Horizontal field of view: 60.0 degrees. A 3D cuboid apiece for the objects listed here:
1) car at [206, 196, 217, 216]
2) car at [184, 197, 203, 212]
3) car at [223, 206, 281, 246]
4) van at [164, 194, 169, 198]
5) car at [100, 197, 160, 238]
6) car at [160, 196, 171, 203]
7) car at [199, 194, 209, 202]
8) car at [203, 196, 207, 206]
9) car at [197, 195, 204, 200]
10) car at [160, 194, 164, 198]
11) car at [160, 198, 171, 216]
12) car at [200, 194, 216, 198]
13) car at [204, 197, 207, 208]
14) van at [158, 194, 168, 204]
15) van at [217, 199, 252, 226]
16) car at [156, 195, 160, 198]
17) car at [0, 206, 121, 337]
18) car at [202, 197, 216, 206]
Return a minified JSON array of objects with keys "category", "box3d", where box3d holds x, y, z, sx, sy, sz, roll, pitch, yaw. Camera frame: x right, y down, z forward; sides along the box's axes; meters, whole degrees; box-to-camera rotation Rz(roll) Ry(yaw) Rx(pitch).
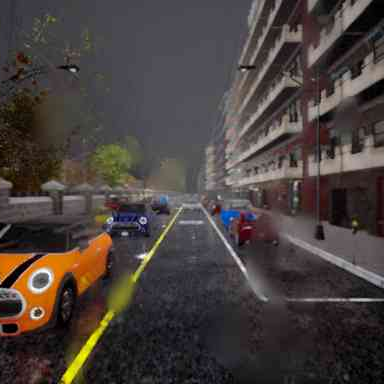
[{"category":"car","box3d":[2.701,1.434,31.899,1.967,1.590,4.097,0,0,0]},{"category":"car","box3d":[0.010,1.598,38.506,1.895,1.301,4.718,0,0,0]},{"category":"car","box3d":[2.696,1.538,15.008,1.887,1.381,4.507,0,0,0]},{"category":"van","box3d":[-5.672,1.354,60.052,1.690,1.788,3.998,0,0,0]},{"category":"car","box3d":[-3.094,1.346,17.663,2.097,1.767,4.553,0,0,0]},{"category":"car","box3d":[-5.669,1.578,71.311,2.008,1.369,4.403,0,0,0]},{"category":"car","box3d":[2.712,1.351,76.940,2.192,1.841,5.009,0,0,0]},{"category":"car","box3d":[2.704,1.544,43.159,1.887,1.381,4.507,0,0,0]},{"category":"car","box3d":[2.377,1.591,92.649,1.812,1.442,4.674,0,0,0]},{"category":"car","box3d":[-5.675,1.443,48.791,1.967,1.590,4.097,0,0,0]},{"category":"car","box3d":[-3.076,1.559,32.275,1.994,1.385,4.181,0,0,0]},{"category":"car","box3d":[2.706,1.318,48.789,2.192,1.841,5.009,0,0,0]},{"category":"car","box3d":[2.702,1.547,37.529,2.008,1.369,4.403,0,0,0]},{"category":"van","box3d":[-5.670,1.361,65.681,1.690,1.788,3.998,0,0,0]},{"category":"van","box3d":[2.698,1.334,20.639,1.690,1.788,3.998,0,0,0]},{"category":"car","box3d":[-5.677,1.440,43.162,1.967,1.590,4.097,0,0,0]},{"category":"car","box3d":[-3.099,1.349,6.965,2.097,1.767,4.553,0,0,0]},{"category":"car","box3d":[2.706,1.557,54.420,2.008,1.369,4.403,0,0,0]}]
